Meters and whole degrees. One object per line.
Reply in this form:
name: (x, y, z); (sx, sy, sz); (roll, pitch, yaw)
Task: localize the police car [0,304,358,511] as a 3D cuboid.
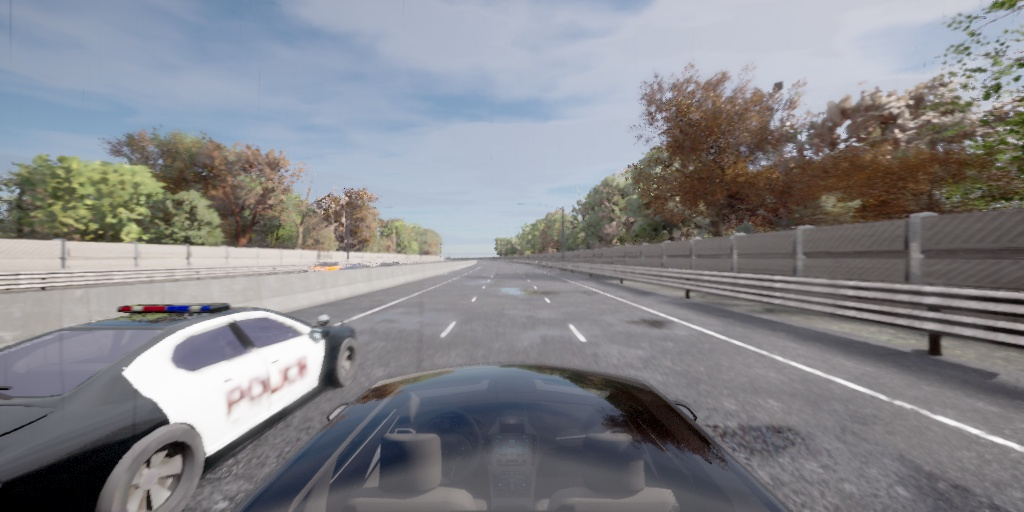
police car: (-3.524, 1.308, 4.139); (2.038, 1.542, 4.974); (0, 0, 0)

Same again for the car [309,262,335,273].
car: (-21.566, 1.449, 41.630); (2.097, 1.767, 4.553); (0, 0, -1)

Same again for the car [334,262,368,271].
car: (-18.062, 1.629, 41.625); (2.033, 1.411, 5.357); (0, 0, -1)

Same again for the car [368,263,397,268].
car: (-14.572, 1.572, 41.722); (1.837, 1.490, 4.892); (0, 0, -1)
